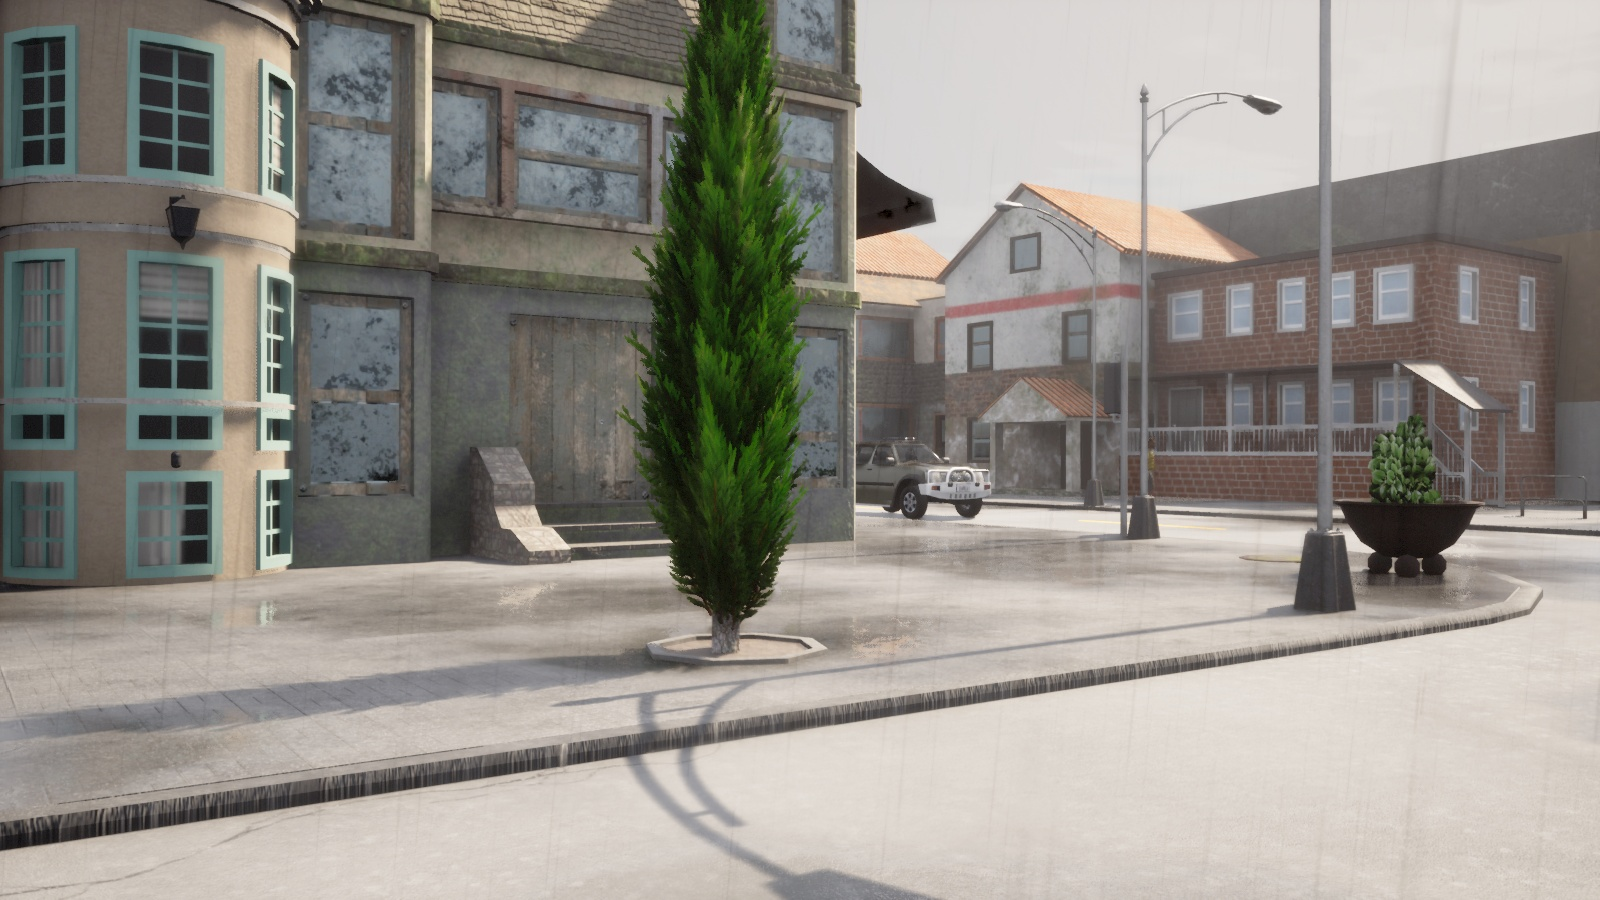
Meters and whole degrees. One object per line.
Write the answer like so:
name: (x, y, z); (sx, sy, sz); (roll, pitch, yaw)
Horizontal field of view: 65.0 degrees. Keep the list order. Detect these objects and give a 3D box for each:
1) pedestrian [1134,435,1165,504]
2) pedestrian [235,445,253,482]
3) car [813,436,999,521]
pedestrian: (9.486, 0.518, 34.094); (0.431, 1.840, 0.709); (0, 0, -38)
pedestrian: (-28.262, 0.669, 63.825); (0.634, 1.844, 0.899); (0, 0, -37)
car: (2.406, 0.629, 29.817); (1.932, 1.855, 4.605); (0, 0, -34)
